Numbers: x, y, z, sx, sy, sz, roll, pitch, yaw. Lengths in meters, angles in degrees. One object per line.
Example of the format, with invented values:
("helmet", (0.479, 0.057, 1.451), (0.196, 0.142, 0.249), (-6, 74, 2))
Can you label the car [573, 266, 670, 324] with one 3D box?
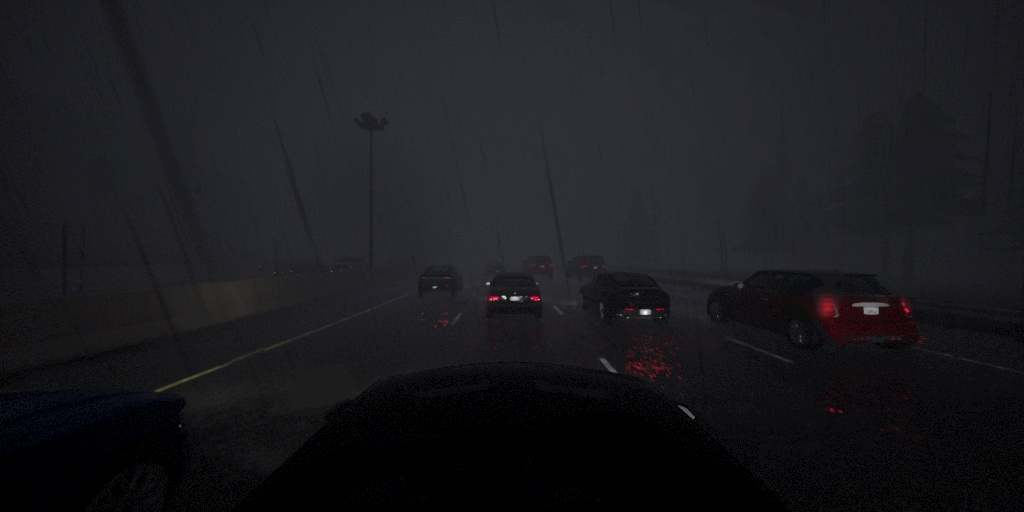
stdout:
("car", (3.534, 1.255, 12.038), (1.837, 1.490, 4.892), (0, 0, -1))

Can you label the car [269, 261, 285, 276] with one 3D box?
("car", (-23.349, 1.351, 38.172), (1.895, 1.301, 4.718), (0, 0, -9))

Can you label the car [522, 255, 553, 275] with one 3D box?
("car", (2.269, 0.972, 32.632), (2.150, 2.045, 5.566), (0, 0, -6))

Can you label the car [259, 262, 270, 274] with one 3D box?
("car", (-27.517, 1.275, 41.877), (1.812, 1.442, 4.674), (0, 0, -10))

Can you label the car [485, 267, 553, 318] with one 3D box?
("car", (0.028, 1.298, 13.018), (2.033, 1.411, 5.357), (0, 0, -1))

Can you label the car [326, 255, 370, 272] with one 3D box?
("car", (-15.865, 0.970, 35.254), (2.150, 2.045, 5.566), (0, 0, -8))

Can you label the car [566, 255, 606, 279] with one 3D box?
("car", (6.064, 0.972, 29.825), (2.150, 2.045, 5.566), (0, 0, -5))

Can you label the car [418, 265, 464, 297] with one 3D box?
("car", (-3.700, 1.242, 19.047), (2.128, 1.511, 4.902), (0, 0, -3))

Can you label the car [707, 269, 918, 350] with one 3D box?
("car", (7.073, 1.103, 9.214), (2.097, 1.767, 4.553), (0, 0, 0))

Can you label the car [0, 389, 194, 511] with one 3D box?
("car", (-3.400, 1.227, 0.699), (1.882, 1.535, 5.008), (0, 0, 0))

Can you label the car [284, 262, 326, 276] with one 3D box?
("car", (-19.302, 1.297, 34.576), (2.033, 1.411, 5.357), (0, 0, -7))

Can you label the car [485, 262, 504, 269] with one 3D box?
("car", (-1.747, 1.276, 36.421), (1.812, 1.442, 4.674), (0, 0, -7))
